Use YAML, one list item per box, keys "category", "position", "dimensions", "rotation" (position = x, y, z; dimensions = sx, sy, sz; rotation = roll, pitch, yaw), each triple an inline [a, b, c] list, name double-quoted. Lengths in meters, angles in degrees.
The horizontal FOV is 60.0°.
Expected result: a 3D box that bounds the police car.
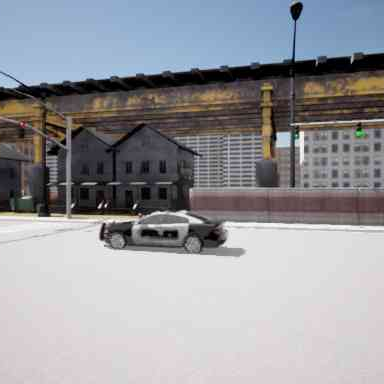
- category: "police car"
  position: [-1.161, 1.425, 13.231]
  dimensions: [5.238, 1.638, 1.930]
  rotation: [0, 0, 17]
